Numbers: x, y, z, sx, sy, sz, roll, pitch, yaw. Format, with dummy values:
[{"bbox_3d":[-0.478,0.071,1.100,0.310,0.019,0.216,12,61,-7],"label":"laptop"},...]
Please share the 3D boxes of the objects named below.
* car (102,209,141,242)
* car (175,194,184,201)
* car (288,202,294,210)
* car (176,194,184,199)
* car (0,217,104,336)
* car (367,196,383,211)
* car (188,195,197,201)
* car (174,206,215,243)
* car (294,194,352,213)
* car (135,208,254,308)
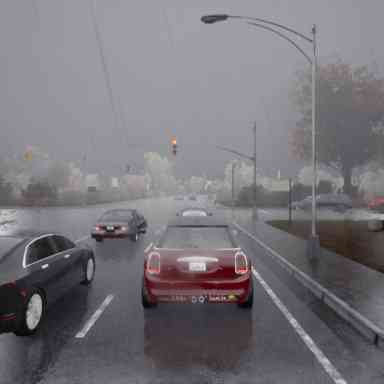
[{"bbox_3d":[-3.386,1.545,16.317,2.033,1.411,5.357,0,0,0],"label":"car"},{"bbox_3d":[-3.413,1.533,85.313,1.994,1.385,4.181,0,0,0],"label":"car"},{"bbox_3d":[14.025,1.499,39.933,4.892,1.490,1.837,0,0,3],"label":"car"},{"bbox_3d":[-3.364,1.389,95.339,1.994,1.385,4.181,0,0,1],"label":"car"},{"bbox_3d":[-3.392,1.504,6.659,1.837,1.490,4.892,0,0,0],"label":"car"},{"bbox_3d":[23.859,1.206,39.391,5.566,2.045,2.150,0,0,3],"label":"car"},{"bbox_3d":[0.085,1.488,84.990,1.837,1.490,4.892,0,0,0],"label":"car"},{"bbox_3d":[0.116,1.523,17.111,1.812,1.442,4.674,0,0,0],"label":"car"},{"bbox_3d":[14.501,1.216,36.398,5.566,2.045,2.150,0,0,3],"label":"car"},{"bbox_3d":[0.107,1.351,8.072,2.097,1.767,4.553,0,0,0],"label":"car"}]
